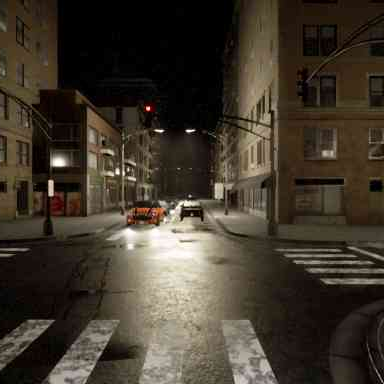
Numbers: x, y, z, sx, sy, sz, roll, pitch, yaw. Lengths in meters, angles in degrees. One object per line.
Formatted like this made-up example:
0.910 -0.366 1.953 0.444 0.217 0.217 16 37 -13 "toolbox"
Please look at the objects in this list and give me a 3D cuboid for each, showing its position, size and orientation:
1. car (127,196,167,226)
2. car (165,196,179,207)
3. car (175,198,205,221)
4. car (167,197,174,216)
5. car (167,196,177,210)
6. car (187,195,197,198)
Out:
-3.143 1.344 23.059 2.097 1.767 4.553 0 0 0 "car"
-3.165 1.445 52.655 1.882 1.535 5.008 0 0 0 "car"
0.013 1.480 27.243 2.128 1.511 4.902 0 0 0 "car"
-3.163 1.532 32.514 2.033 1.411 5.357 0 0 0 "car"
-3.177 1.328 42.299 2.097 1.767 4.553 0 0 0 "car"
-0.045 1.444 69.698 2.128 1.511 4.902 0 0 0 "car"
